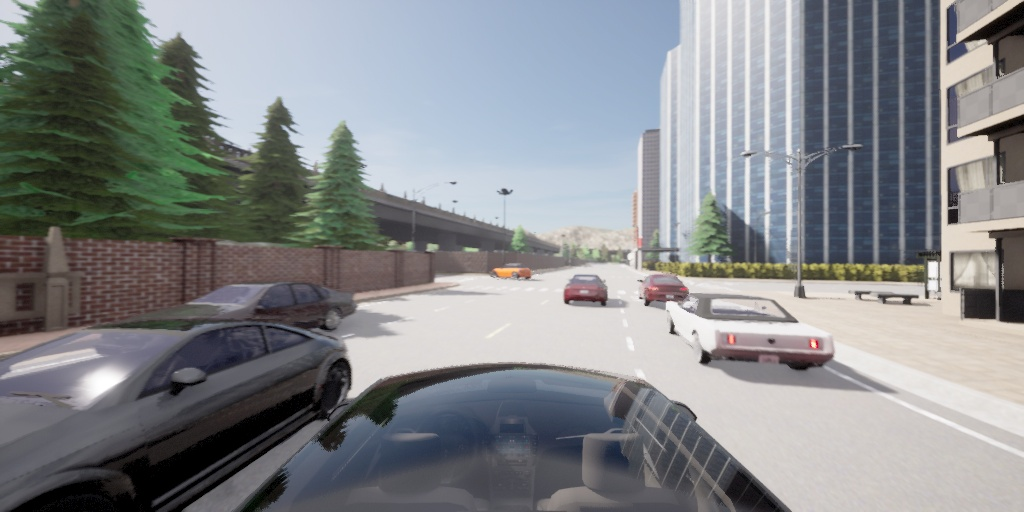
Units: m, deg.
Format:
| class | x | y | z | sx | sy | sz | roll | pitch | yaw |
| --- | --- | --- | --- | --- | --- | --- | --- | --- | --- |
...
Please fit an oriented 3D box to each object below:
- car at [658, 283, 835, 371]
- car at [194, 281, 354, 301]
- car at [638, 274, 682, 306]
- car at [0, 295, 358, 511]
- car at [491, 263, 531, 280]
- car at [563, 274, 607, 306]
| class | x | y | z | sx | sy | sz | roll | pitch | yaw |
| --- | --- | --- | --- | --- | --- | --- | --- | --- | --- |
| car | 4.827 | 1.489 | 8.183 | 1.895 | 1.301 | 4.718 | 0 | -1 | 13 |
| car | -6.052 | 1.325 | 8.741 | 2.033 | 1.411 | 5.357 | 0 | -1 | 11 |
| car | 7.112 | 1.557 | 17.077 | 1.812 | 1.442 | 4.674 | 0 | -1 | 15 |
| car | -3.263 | 1.298 | 3.178 | 1.994 | 1.385 | 4.181 | 0 | -1 | 6 |
| car | -0.171 | 1.611 | 38.355 | 4.553 | 1.767 | 2.097 | 0 | -1 | 42 |
| car | 3.664 | 1.566 | 17.674 | 1.994 | 1.385 | 4.181 | 0 | -1 | 15 |
